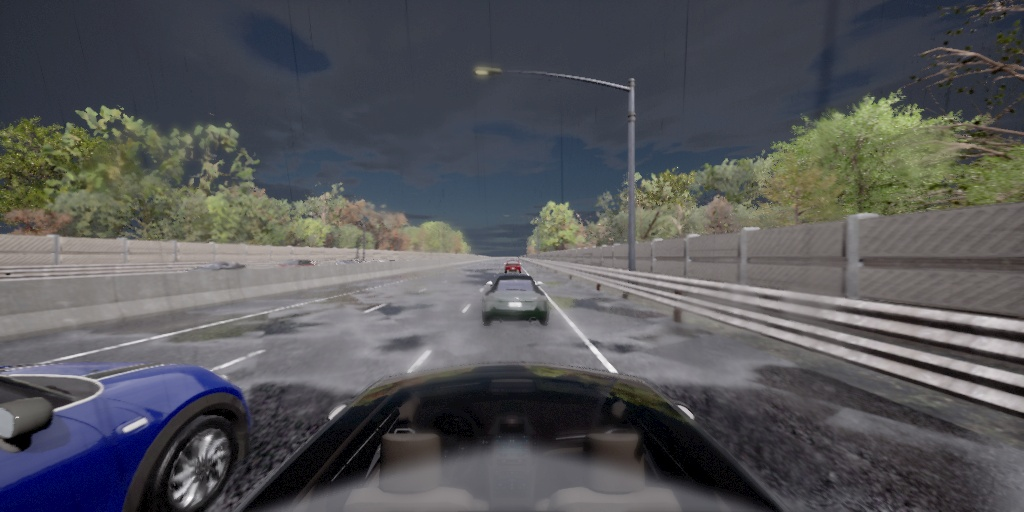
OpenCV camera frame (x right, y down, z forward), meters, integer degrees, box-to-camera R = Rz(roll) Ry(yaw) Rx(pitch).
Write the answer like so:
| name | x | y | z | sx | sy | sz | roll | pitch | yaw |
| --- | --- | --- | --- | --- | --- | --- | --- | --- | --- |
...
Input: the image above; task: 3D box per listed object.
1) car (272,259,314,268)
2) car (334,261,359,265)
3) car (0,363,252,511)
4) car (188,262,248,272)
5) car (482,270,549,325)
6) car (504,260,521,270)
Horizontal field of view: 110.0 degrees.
| name | x | y | z | sx | sy | sz | roll | pitch | yaw |
| --- | --- | --- | --- | --- | --- | --- | --- | --- | --- |
| car | -21.076 | 1.119 | 34.585 | 2.097 | 1.767 | 4.553 | 0 | 0 | 0 |
| car | -17.573 | 1.260 | 37.813 | 2.128 | 1.511 | 4.902 | 0 | 0 | 0 |
| car | -3.399 | 1.103 | 1.344 | 2.097 | 1.767 | 4.553 | 0 | 0 | 0 |
| car | -24.582 | 1.257 | 30.123 | 2.128 | 1.511 | 4.902 | 0 | 0 | 0 |
| car | 0.105 | 1.319 | 11.865 | 1.994 | 1.385 | 4.181 | 0 | 0 | 0 |
| car | 0.118 | 1.247 | 43.586 | 1.882 | 1.535 | 5.008 | 0 | 0 | 0 |
